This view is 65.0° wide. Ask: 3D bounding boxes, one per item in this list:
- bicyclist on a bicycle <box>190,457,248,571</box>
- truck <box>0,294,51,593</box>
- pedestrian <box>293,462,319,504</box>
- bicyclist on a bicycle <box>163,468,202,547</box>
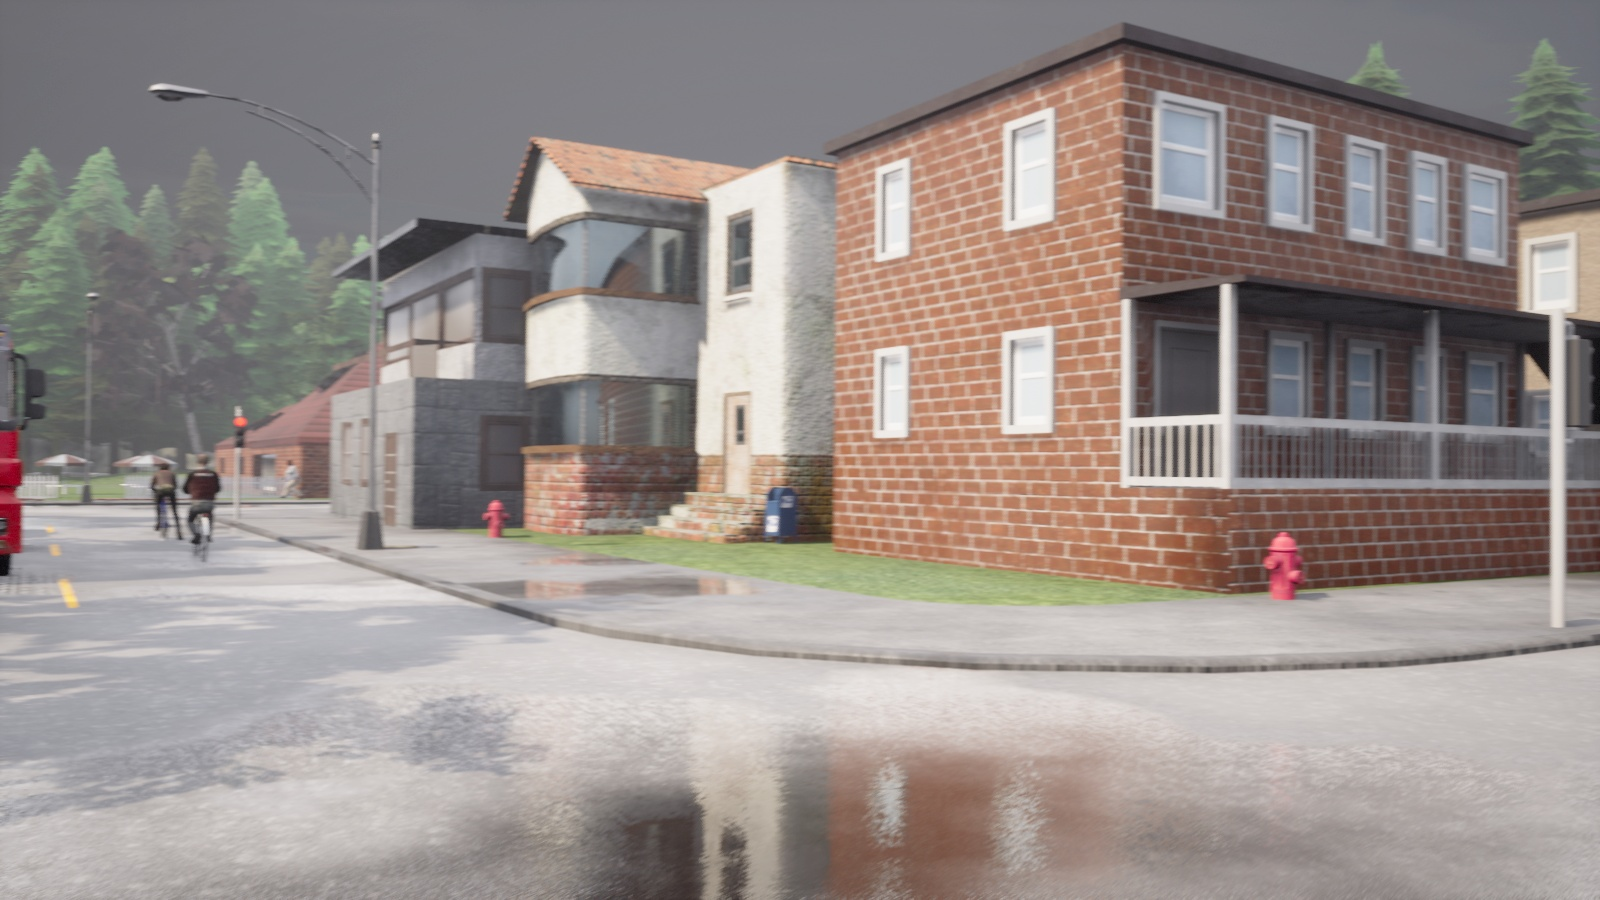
[{"bbox_3d":[-9.749,1.031,21.037,0.659,1.776,1.843,1,1,-31],"label":"bicyclist on a bicycle"},{"bbox_3d":[-13.350,-0.040,19.068,2.891,3.827,8.468,1,-1,-34],"label":"truck"},{"bbox_3d":[-21.695,1.441,55.148,0.900,1.855,0.874,1,-1,-33],"label":"pedestrian"},{"bbox_3d":[-13.131,1.208,26.683,0.582,1.620,1.656,1,-1,-31],"label":"bicyclist on a bicycle"}]
